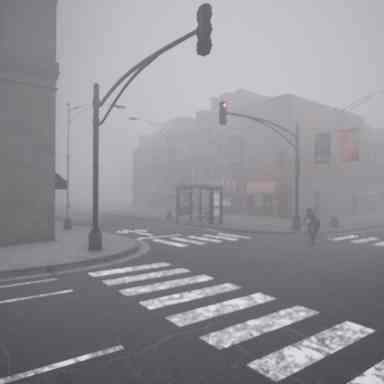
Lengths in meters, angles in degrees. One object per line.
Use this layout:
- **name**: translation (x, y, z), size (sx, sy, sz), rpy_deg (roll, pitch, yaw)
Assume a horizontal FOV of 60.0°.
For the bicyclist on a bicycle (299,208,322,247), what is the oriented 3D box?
- **bicyclist on a bicycle**: translation (5.071, 1.497, 14.163), size (1.656, 1.620, 0.582), rpy_deg (0, 0, -37)
